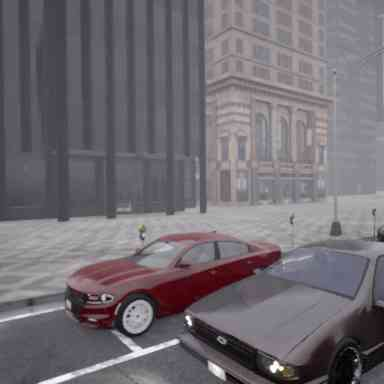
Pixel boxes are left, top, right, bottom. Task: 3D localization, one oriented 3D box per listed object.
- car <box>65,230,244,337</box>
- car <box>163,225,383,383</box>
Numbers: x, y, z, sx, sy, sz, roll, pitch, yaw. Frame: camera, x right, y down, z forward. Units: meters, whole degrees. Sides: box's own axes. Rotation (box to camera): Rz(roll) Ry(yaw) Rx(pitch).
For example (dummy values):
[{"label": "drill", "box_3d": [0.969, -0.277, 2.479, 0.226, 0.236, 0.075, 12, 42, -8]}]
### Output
[{"label": "car", "box_3d": [-0.121, 1.504, 6.569, 4.507, 1.381, 1.887, -1, 0, -36]}, {"label": "car", "box_3d": [2.422, 1.494, 5.111, 5.357, 1.411, 2.033, -1, 0, -36]}]
